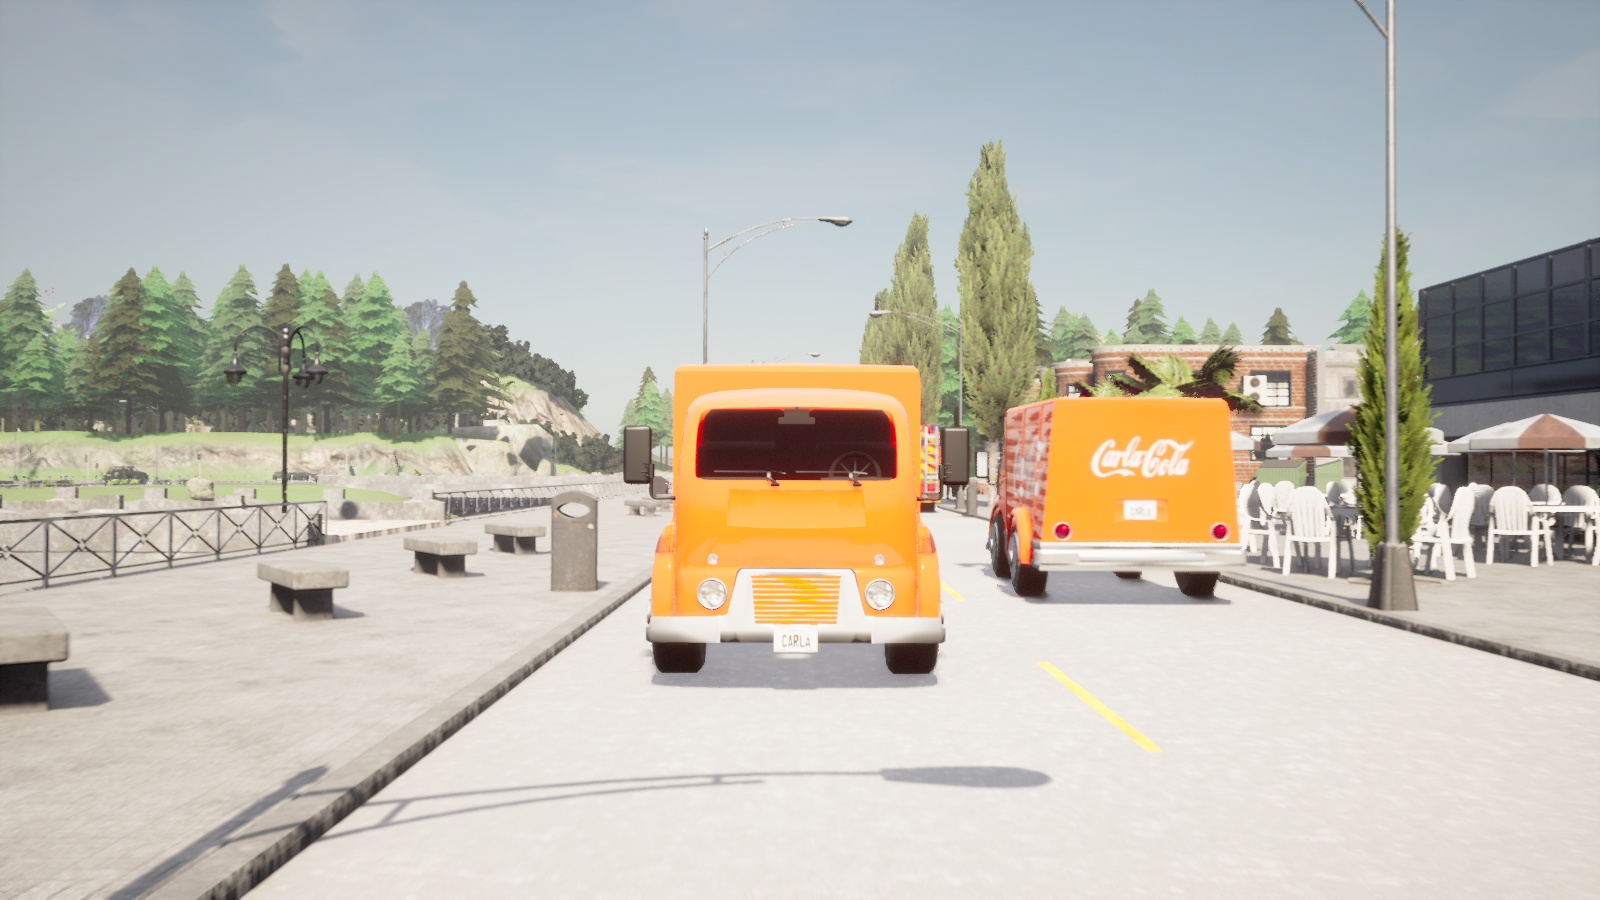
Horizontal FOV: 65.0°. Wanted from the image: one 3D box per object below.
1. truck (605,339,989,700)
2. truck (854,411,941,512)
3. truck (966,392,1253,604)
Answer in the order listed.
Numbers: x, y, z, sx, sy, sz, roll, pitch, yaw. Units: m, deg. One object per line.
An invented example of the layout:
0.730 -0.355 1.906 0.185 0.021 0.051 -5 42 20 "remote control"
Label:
-0.031 0.516 11.235 2.627 2.467 5.204 0 -1 0 "truck"
3.861 0.501 51.785 2.891 3.827 8.468 0 -1 0 "truck"
3.952 0.601 17.246 2.627 2.467 5.204 0 -1 0 "truck"
